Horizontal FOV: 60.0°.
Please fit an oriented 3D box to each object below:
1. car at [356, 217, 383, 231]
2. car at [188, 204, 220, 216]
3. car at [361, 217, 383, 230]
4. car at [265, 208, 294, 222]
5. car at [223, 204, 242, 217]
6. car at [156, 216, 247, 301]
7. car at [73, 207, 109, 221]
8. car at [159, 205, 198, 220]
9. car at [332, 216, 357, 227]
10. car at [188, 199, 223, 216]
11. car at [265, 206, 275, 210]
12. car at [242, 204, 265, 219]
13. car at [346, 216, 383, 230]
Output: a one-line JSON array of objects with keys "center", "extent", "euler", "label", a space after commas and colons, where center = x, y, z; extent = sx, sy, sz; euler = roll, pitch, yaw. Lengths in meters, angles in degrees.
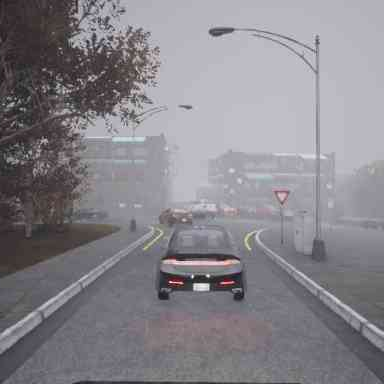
[{"center": [21.383, 3.683, 36.903], "extent": [5.008, 1.535, 1.882], "euler": [5, -2, -11], "label": "car"}, {"center": [0.010, 2.133, 32.768], "extent": [4.718, 1.301, 1.895], "euler": [1, 0, -8], "label": "car"}, {"center": [27.297, 4.569, 47.513], "extent": [1.946, 1.575, 5.366], "euler": [6, -3, -31], "label": "car"}, {"center": [11.455, 2.989, 38.863], "extent": [4.718, 1.301, 1.895], "euler": [5, -2, -11], "label": "car"}, {"center": [3.773, 2.227, 42.653], "extent": [2.185, 1.767, 4.553], "euler": [4, -3, -32], "label": "car"}, {"center": [0.215, 1.582, 8.551], "extent": [2.128, 1.511, 4.902], "euler": [0, -1, 1], "label": "car"}, {"center": [-11.481, 2.370, 36.162], "extent": [4.892, 1.490, 1.837], "euler": [-2, 0, 7], "label": "car"}, {"center": [-1.322, 1.961, 26.912], "extent": [1.812, 1.442, 4.674], "euler": [0, -1, -19], "label": "car"}, {"center": [21.473, 4.049, 46.207], "extent": [2.002, 1.452, 4.674], "euler": [6, -3, -31], "label": "car"}, {"center": [0.907, 1.943, 41.995], "extent": [2.435, 2.045, 5.566], "euler": [1, -2, -31], "label": "car"}, {"center": [12.535, 3.160, 44.618], "extent": [1.946, 1.575, 5.366], "euler": [6, -3, -31], "label": "car"}, {"center": [6.734, 2.471, 43.221], "extent": [2.185, 1.767, 4.553], "euler": [6, -3, -32], "label": "car"}, {"center": [24.431, 4.331, 46.791], "extent": [2.002, 1.452, 4.674], "euler": [7, -3, -31], "label": "car"}]
